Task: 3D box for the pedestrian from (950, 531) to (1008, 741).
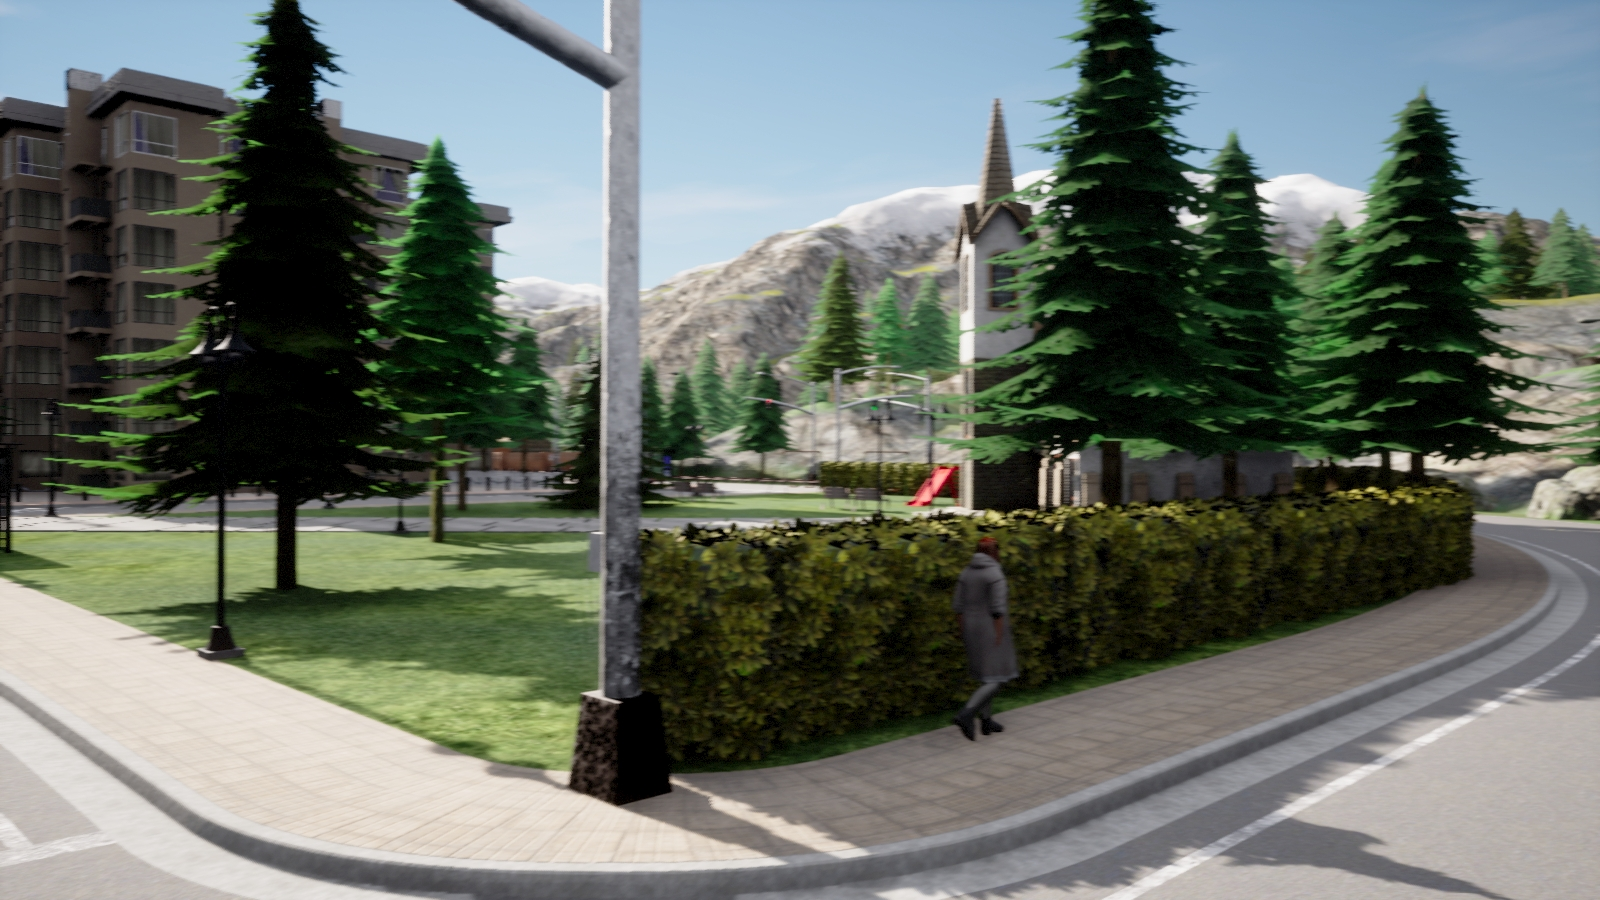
[{"bbox_3d":[1.659,1.702,10.603,0.375,1.860,0.375,0,0,-35],"label":"pedestrian"}]
